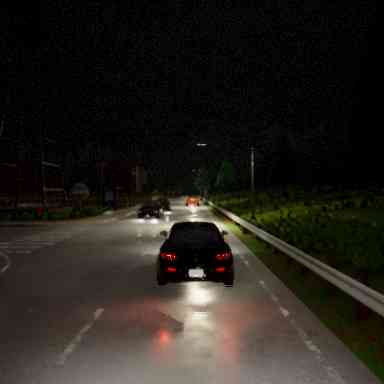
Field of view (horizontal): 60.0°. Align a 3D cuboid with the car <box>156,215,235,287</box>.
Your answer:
[{"bbox_3d":[0.062,1.534,9.260,1.812,1.442,4.674,0,0,-1],"label":"car"}]

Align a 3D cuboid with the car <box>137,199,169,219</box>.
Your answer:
[{"bbox_3d":[-3.627,1.576,30.212,2.033,1.411,5.357,0,0,1],"label":"car"}]

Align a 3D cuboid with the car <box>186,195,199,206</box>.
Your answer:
[{"bbox_3d":[0.082,1.403,54.949,2.097,1.767,4.553,0,0,0],"label":"car"}]

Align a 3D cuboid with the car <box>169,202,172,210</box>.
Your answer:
[{"bbox_3d":[-3.566,1.563,40.433,1.812,1.442,4.674,0,0,1],"label":"car"}]
